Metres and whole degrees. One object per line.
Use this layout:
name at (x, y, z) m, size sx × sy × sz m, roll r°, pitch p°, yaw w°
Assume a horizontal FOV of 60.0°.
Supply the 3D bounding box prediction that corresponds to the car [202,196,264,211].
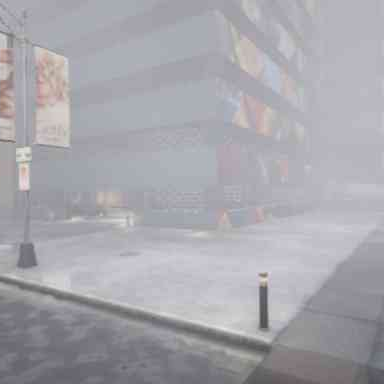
car at (2.840, 1.272, 25.889) m, size 4.674 × 1.452 × 2.002 m, roll -1°, pitch 0°, yaw 33°

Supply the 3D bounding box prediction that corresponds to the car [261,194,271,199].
car at (19.556, 1.206, 87.802) m, size 4.892 × 1.521 × 2.231 m, roll -1°, pitch 0°, yaw 33°

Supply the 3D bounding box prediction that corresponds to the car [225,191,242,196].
car at (6.637, 0.923, 54.519) m, size 5.566 × 2.045 × 2.435 m, roll -1°, pitch 0°, yaw 33°

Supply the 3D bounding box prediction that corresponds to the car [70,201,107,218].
car at (-9.606, 1.513, 29.178) m, size 4.786 × 1.482 × 2.161 m, roll -1°, pitch 0°, yaw 33°

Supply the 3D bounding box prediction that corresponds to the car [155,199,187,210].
car at (-2.862, 1.478, 38.627) m, size 4.718 × 1.301 × 1.895 m, roll -1°, pitch 0°, yaw 33°
